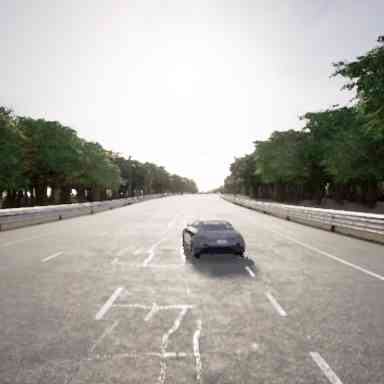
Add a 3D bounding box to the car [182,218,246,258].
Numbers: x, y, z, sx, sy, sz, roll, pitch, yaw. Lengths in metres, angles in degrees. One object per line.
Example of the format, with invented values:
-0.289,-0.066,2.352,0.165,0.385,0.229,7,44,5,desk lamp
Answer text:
0.764,1.768,13.785,1.994,1.385,4.181,0,-1,-9,car
